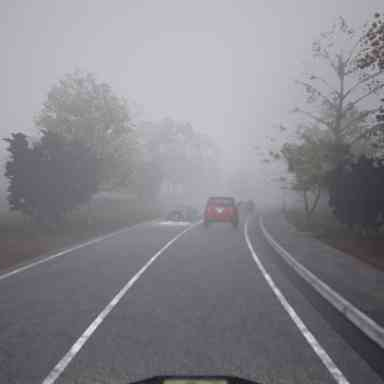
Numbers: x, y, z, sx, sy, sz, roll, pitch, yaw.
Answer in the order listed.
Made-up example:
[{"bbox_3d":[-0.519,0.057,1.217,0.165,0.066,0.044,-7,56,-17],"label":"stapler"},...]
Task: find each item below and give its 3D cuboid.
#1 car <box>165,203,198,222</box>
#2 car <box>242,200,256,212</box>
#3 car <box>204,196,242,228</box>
[{"bbox_3d":[-0.797,1.605,27.224,1.994,1.385,4.181,1,0,12],"label":"car"},{"bbox_3d":[6.758,1.689,41.378,2.128,1.511,4.902,2,0,18],"label":"car"},{"bbox_3d":[2.154,1.307,23.094,2.150,2.045,5.566,1,0,10],"label":"car"}]
